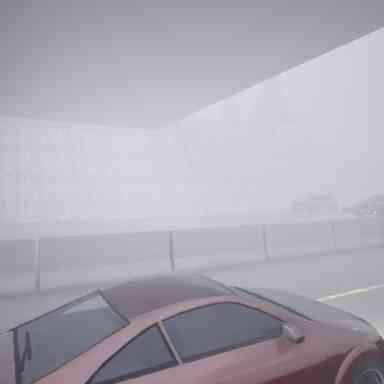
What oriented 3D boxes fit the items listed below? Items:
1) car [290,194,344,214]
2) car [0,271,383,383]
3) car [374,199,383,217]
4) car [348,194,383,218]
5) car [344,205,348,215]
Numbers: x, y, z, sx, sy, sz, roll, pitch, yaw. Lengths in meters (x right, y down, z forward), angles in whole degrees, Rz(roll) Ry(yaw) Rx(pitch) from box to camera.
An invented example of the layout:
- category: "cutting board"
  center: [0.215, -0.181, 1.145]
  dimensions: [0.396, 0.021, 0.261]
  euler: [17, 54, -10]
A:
- category: "car"
  center: [12.879, 1.220, 34.871]
  dimensions: [5.566, 2.045, 2.150]
  euler: [0, 0, -29]
- category: "car"
  center: [0.064, 1.562, 3.334]
  dimensions: [4.181, 1.385, 1.994]
  euler: [0, 0, -29]
- category: "car"
  center: [16.032, 1.477, 24.597]
  dimensions: [5.008, 1.535, 1.882]
  euler: [0, 0, -29]
- category: "car"
  center: [16.558, 1.220, 28.909]
  dimensions: [5.566, 2.045, 2.150]
  euler: [0, 0, -29]
- category: "car"
  center: [17.296, 1.546, 33.339]
  dimensions: [5.357, 1.411, 2.033]
  euler: [0, 0, -29]
